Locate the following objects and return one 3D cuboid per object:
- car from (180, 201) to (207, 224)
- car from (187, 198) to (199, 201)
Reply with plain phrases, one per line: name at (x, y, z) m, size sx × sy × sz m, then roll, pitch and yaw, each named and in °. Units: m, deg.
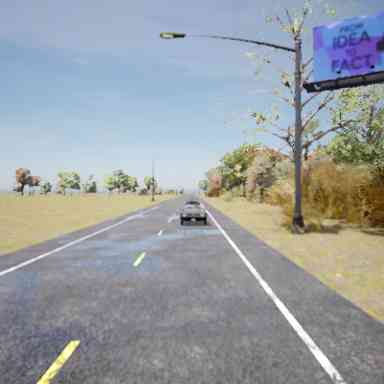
car at (0.108, 1.605, 24.720) m, size 1.895 × 1.301 × 4.718 m, roll 0°, pitch 0°, yaw 0°
car at (0.112, 1.513, 42.933) m, size 1.837 × 1.490 × 4.892 m, roll 0°, pitch 0°, yaw 0°
